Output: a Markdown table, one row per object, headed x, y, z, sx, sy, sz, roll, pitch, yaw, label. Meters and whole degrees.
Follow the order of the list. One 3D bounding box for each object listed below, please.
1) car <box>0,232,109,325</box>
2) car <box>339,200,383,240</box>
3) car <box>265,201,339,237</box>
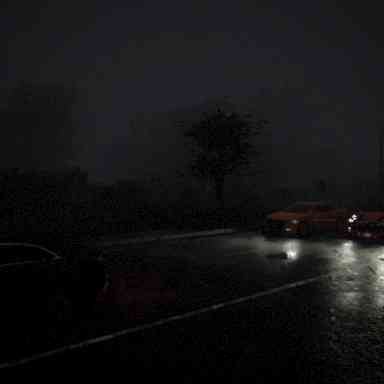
| x | y | z | sx | sy | sz | roll | pitch | yaw | label |
| --- | --- | --- | --- | --- | --- | --- | --- | --- | --- |
| -3.875 | 1.487 | 5.482 | 4.902 | 1.511 | 2.128 | 0 | 0 | -35 | car |
| 8.811 | 1.105 | 14.563 | 4.553 | 1.767 | 2.097 | -1 | 1 | -35 | car |
| 5.815 | 1.250 | 16.728 | 5.008 | 1.535 | 1.882 | -1 | 0 | -35 | car |
